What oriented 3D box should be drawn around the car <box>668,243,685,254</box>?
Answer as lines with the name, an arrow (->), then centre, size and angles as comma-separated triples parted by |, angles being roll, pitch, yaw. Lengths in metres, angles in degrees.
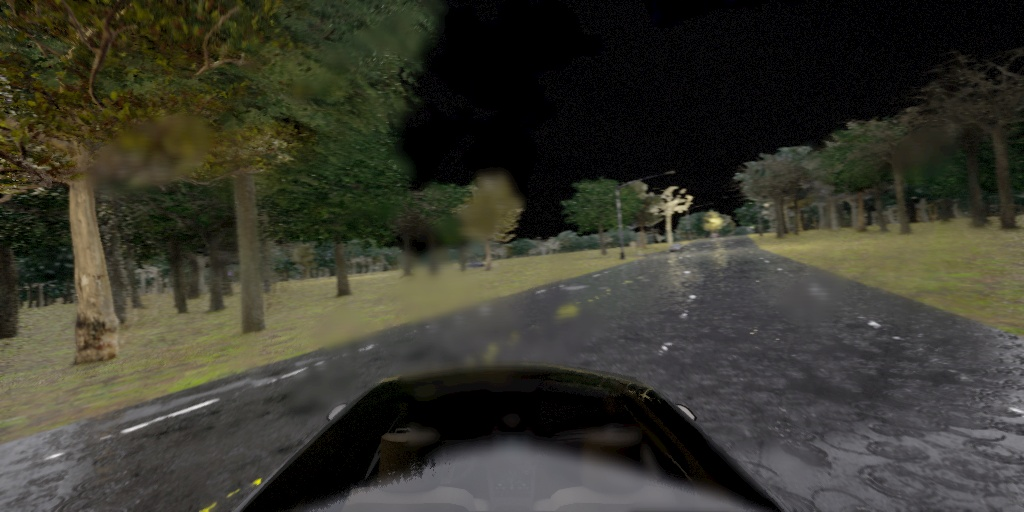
car -> 24.916, -1.201, 54.329 | 1.837, 1.490, 4.892 | -5, 1, 32
